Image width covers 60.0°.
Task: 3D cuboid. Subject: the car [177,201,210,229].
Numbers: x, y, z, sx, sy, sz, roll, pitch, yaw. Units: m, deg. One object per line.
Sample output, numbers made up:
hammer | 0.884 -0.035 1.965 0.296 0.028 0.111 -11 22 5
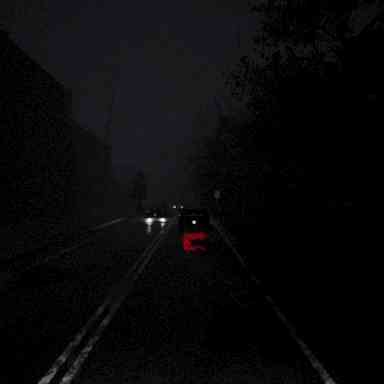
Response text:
car | 0.127 1.555 22.151 1.837 1.490 4.892 0 0 0

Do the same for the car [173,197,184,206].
car | -2.989 2.046 72.786 2.150 2.045 5.566 0 -1 0

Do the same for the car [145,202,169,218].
car | -3.294 1.686 32.478 2.033 1.411 5.357 0 -1 0
